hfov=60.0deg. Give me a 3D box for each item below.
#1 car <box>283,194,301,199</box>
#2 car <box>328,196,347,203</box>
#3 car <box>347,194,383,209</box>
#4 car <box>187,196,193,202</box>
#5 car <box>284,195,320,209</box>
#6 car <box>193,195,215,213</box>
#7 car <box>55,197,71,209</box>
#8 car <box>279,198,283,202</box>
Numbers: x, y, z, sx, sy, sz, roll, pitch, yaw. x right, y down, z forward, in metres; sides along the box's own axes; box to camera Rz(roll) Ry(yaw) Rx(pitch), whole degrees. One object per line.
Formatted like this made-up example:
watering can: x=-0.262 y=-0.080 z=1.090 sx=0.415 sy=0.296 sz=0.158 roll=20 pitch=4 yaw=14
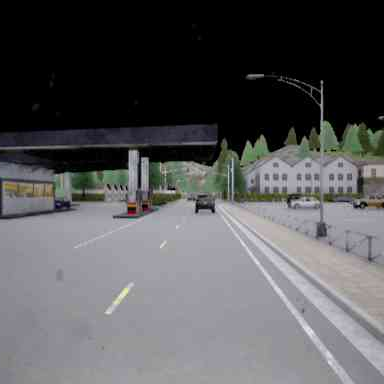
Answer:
car: x=14.961 y=1.199 z=45.634 sx=3.866 sy=1.878 sz=1.905 roll=0 pitch=0 yaw=2
car: x=30.696 y=1.530 z=67.728 sx=5.357 sy=1.411 sz=2.033 roll=0 pitch=0 yaw=2
car: x=22.721 y=1.211 z=42.098 sx=4.605 sy=1.855 sz=1.932 roll=0 pitch=0 yaw=2
car: x=-0.265 y=1.767 z=86.894 sx=2.033 sy=1.411 sz=5.357 roll=0 pitch=0 yaw=2
car: x=14.244 y=1.474 z=42.330 sx=3.806 sy=1.475 sz=1.970 roll=0 pitch=0 yaw=2
car: x=1.492 y=1.321 z=38.107 sx=2.150 sy=2.045 sz=5.566 roll=0 pitch=0 yaw=2
car: x=-19.005 y=1.601 z=47.263 sx=2.242 sy=1.667 sz=4.611 roll=0 pitch=0 yaw=2
car: x=20.053 y=1.542 z=68.096 sx=4.181 sy=1.385 sz=1.994 roll=0 pitch=0 yaw=2
